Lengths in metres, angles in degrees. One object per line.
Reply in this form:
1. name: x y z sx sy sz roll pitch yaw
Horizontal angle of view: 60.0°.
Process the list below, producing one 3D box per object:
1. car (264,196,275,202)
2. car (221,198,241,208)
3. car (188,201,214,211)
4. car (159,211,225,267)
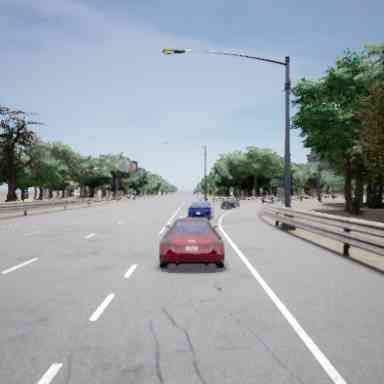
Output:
1. car: 15.873 1.543 66.855 1.812 1.442 4.674 0 0 35
2. car: 5.511 1.562 47.329 1.812 1.442 4.674 0 0 20
3. car: 0.822 1.512 28.519 1.882 1.535 5.008 0 0 7
4. car: 0.000 1.571 11.433 1.994 1.385 4.181 0 0 0
